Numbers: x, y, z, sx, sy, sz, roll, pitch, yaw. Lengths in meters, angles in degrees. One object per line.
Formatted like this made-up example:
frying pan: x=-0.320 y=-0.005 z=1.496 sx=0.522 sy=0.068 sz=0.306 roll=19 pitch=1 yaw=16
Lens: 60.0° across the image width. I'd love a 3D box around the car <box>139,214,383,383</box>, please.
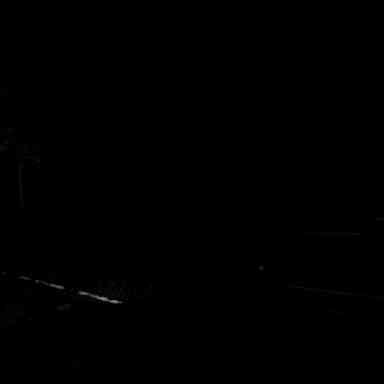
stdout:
car: x=1.969 y=1.275 z=3.703 sx=5.566 sy=2.045 sz=2.150 roll=0 pitch=-1 yaw=34
